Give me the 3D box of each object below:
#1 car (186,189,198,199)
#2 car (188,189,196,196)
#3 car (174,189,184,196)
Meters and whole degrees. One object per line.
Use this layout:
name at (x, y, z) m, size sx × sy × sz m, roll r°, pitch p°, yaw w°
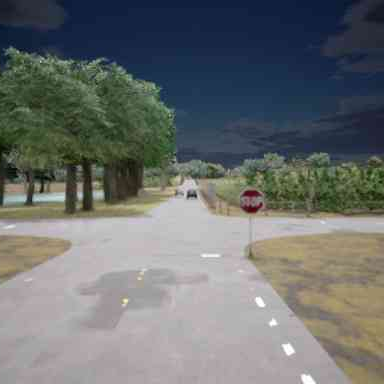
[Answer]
car at (-0.017, 0.358, 67.814) m, size 2.150 × 2.045 × 5.566 m, roll 0°, pitch 2°, yaw 0°
car at (-0.019, 0.115, 78.197) m, size 1.882 × 1.535 × 5.008 m, roll 0°, pitch 2°, yaw 0°
car at (-2.768, 0.140, 72.364) m, size 1.812 × 1.442 × 4.674 m, roll 0°, pitch 2°, yaw 0°
